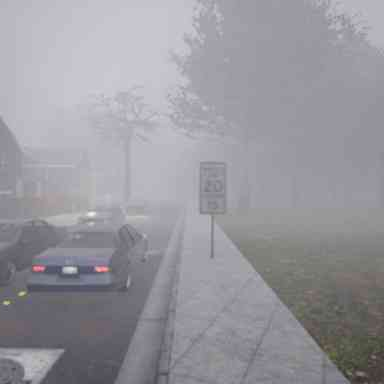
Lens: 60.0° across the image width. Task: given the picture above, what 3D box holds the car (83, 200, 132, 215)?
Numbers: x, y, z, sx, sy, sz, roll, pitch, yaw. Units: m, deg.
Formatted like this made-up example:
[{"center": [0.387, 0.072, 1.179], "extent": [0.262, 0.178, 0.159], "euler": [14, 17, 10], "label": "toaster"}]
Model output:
[{"center": [-5.280, 1.437, 20.146], "extent": [2.033, 1.411, 5.357], "euler": [0, 0, -1], "label": "car"}]

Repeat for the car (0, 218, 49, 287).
[{"center": [-5.178, 1.483, 9.392], "extent": [2.033, 1.411, 5.357], "euler": [0, 0, -1], "label": "car"}]

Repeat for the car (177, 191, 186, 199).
[{"center": [-3.131, 0.875, 92.706], "extent": [2.150, 2.045, 5.566], "euler": [0, 0, -1], "label": "car"}]

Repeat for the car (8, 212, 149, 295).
[{"center": [-2.320, 1.505, 8.756], "extent": [2.033, 1.411, 5.357], "euler": [0, 0, -1], "label": "car"}]

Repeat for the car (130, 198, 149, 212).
[{"center": [-5.385, 1.314, 32.986], "extent": [1.882, 1.535, 5.008], "euler": [0, 0, 0], "label": "car"}]
